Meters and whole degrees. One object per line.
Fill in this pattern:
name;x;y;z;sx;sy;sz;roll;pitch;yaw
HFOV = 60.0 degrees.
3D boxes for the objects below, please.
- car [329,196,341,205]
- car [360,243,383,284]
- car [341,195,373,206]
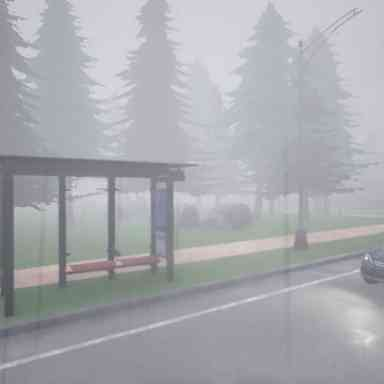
car;21.849;0.984;48.939;3.866;1.878;1.905;0;0;-37
car;6.111;1.488;8.276;4.674;1.442;1.812;0;0;-35
car;23.666;0.980;47.159;4.605;1.855;1.932;0;0;-37
